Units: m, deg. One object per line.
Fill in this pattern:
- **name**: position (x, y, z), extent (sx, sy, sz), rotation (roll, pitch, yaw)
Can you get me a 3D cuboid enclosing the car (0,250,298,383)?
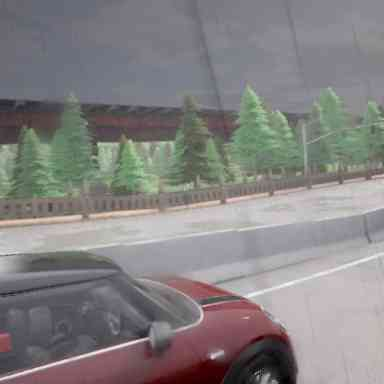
- **car**: position (-1.141, 1.343, 2.935), extent (4.553, 1.767, 2.097), rotation (-1, 1, -35)
